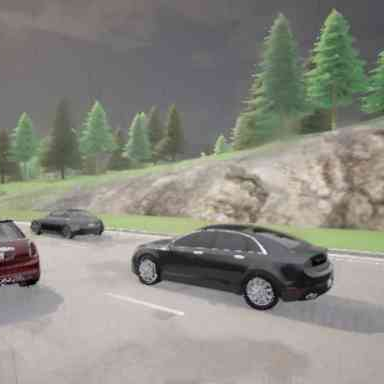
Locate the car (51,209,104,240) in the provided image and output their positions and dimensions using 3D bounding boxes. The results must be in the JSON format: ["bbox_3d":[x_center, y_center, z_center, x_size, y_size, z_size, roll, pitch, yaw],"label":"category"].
[{"bbox_3d":[-6.488,1.564,17.217,4.181,1.385,1.994,0,0,36],"label":"car"}]

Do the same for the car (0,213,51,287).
[{"bbox_3d":[-5.741,1.352,8.088,4.553,1.767,2.097,0,0,35],"label":"car"}]

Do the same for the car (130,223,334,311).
[{"bbox_3d":[0.668,1.505,7.814,4.892,1.490,1.837,0,0,35],"label":"car"}]
